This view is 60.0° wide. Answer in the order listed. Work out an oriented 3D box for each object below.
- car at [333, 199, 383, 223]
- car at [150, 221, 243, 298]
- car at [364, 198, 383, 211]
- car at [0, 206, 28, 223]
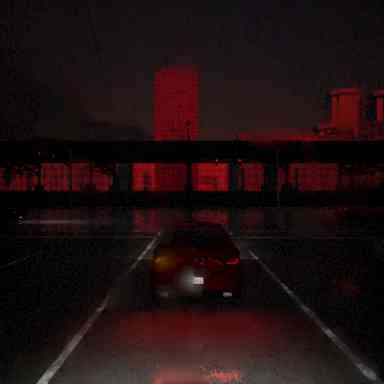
[{"bbox_3d":[12.970,1.304,24.442,4.553,1.767,2.097,0,0,2],"label":"car"},{"bbox_3d":[0.091,1.478,8.592,1.882,1.535,5.008,0,0,0],"label":"car"},{"bbox_3d":[22.714,1.402,38.390,4.674,1.442,1.812,-1,0,1],"label":"car"},{"bbox_3d":[-15.134,1.600,25.192,4.718,1.301,1.895,0,0,2],"label":"car"}]
